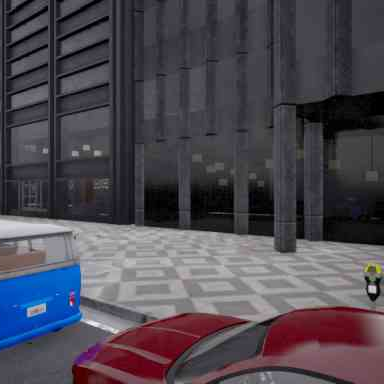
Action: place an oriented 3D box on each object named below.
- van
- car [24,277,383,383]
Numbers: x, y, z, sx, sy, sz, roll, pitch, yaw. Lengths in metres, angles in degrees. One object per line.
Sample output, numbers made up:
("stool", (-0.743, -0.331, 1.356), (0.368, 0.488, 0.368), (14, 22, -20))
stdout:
("van", (-3.580, 1.341, 5.521), (3.998, 1.788, 1.690), (0, 0, 36))
("car", (0.985, 1.545, 2.262), (4.507, 1.381, 1.887), (0, 0, 36))
